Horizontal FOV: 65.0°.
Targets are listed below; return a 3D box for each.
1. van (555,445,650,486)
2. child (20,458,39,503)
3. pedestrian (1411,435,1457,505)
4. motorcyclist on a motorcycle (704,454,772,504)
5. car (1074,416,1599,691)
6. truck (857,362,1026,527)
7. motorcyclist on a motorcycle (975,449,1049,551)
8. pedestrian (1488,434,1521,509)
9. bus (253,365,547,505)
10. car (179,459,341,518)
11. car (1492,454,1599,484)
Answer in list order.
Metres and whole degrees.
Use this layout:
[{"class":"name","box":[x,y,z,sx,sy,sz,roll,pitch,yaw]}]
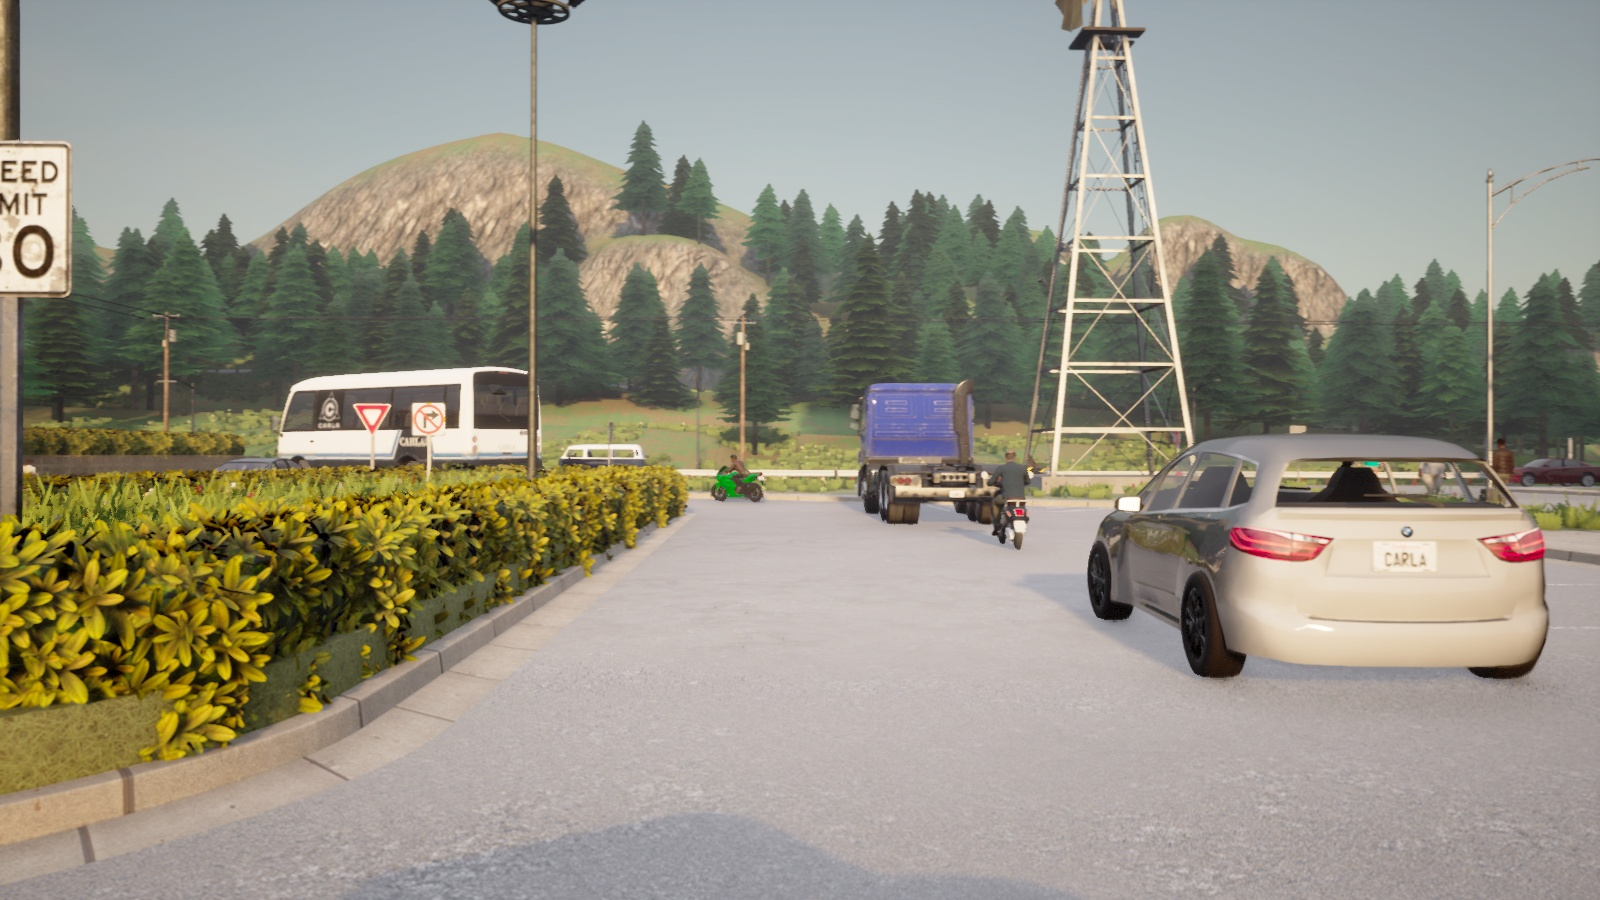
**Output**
[{"class":"van","box":[-9.963,0.765,63.543,4.480,2.038,2.069,0,0,-1]},{"class":"child","box":[-21.675,0.859,35.329,0.270,1.263,0.437,0,0,-1]},{"class":"pedestrian","box":[17.177,0.536,34.039,0.874,1.855,0.900,0,0,11]},{"class":"motorcyclist on a motorcycle","box":[-1.962,0.905,39.445,2.044,1.523,0.797,0,1,34]},{"class":"car","box":[3.764,0.632,9.935,2.242,1.667,4.611,0,0,1]},{"class":"truck","box":[3.161,-0.104,30.383,2.891,3.462,7.936,0,0,-2]},{"class":"motorcyclist on a motorcycle","box":[3.462,0.787,20.634,0.866,1.590,1.817,0,0,-2]},{"class":"pedestrian","box":[17.391,0.523,31.006,0.431,1.840,0.703,0,0,2]},{"class":"bus","box":[-13.755,-0.428,42.741,10.273,4.253,3.944,0,0,34]},{"class":"car","box":[-14.121,0.954,33.227,2.033,1.411,5.357,0,0,-1]},{"class":"car","box":[38.476,0.974,64.374,5.008,1.535,1.882,0,0,-1]}]
